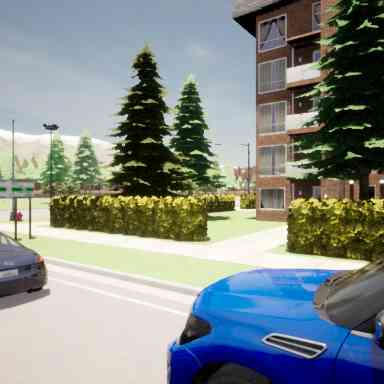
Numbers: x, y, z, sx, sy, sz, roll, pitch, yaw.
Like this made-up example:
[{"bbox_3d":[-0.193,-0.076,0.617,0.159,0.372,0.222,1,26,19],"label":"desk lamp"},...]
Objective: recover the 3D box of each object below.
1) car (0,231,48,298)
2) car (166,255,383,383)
[{"bbox_3d":[-5.207,1.564,7.672,4.181,1.385,1.994,0,0,36],"label":"car"},{"bbox_3d":[2.411,1.221,2.270,5.566,2.045,2.150,0,0,36],"label":"car"}]
